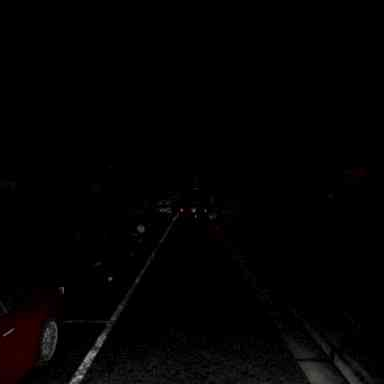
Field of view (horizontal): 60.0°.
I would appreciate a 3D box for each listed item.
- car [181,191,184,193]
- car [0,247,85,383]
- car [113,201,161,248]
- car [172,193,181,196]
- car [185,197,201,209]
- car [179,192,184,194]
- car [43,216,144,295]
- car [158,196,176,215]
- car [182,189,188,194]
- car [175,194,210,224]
[{"bbox_3d":[-2.579,1.065,52.777,1.752,1.417,4.829,1,1,0],"label":"car"},{"bbox_3d":[-2.634,1.571,3.128,1.802,1.307,4.206,0,0,0],"label":"car"},{"bbox_3d":[-2.622,1.385,14.193,1.967,1.590,4.097,0,0,0],"label":"car"},{"bbox_3d":[-2.592,1.251,41.878,1.887,1.381,4.507,1,1,0],"label":"car"},{"bbox_3d":[0.136,1.305,41.886,1.895,1.301,4.718,0,1,0],"label":"car"},{"bbox_3d":[-2.585,1.171,47.413,1.887,1.381,4.507,1,1,0],"label":"car"},{"bbox_3d":[-2.628,1.533,8.660,1.947,1.339,4.313,0,0,0],"label":"car"},{"bbox_3d":[-2.604,1.384,30.807,2.008,1.369,4.403,1,0,0],"label":"car"},{"bbox_3d":[-2.552,0.579,80.044,2.008,1.369,4.403,1,1,0],"label":"car"},{"bbox_3d":[0.120,1.242,23.909,2.097,1.767,4.553,0,0,0],"label":"car"}]
